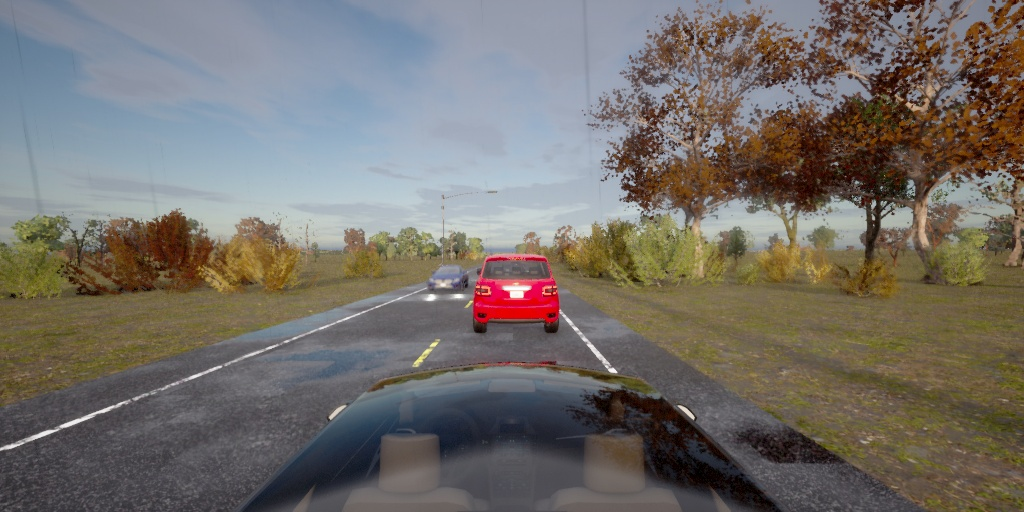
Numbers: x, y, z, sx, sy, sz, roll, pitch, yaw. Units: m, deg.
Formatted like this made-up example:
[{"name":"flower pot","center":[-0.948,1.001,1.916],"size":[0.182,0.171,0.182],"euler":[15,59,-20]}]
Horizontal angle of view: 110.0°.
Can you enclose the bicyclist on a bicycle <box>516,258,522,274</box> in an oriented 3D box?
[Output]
[{"name":"bicyclist on a bicycle","center":[0.808,1.107,40.033],"size":[0.659,1.776,1.843],"euler":[0,0,0]}]

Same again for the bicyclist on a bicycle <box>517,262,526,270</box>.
[{"name":"bicyclist on a bicycle","center":[0.877,1.110,30.020],"size":[0.659,1.776,1.843],"euler":[0,0,0]}]

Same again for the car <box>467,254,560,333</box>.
[{"name":"car","center":[0.084,0.968,10.842],"size":[2.150,2.045,5.566],"euler":[0,0,-1]}]

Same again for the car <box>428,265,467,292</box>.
[{"name":"car","center":[-3.646,1.269,21.254],"size":[1.812,1.442,4.674],"euler":[0,0,0]}]
